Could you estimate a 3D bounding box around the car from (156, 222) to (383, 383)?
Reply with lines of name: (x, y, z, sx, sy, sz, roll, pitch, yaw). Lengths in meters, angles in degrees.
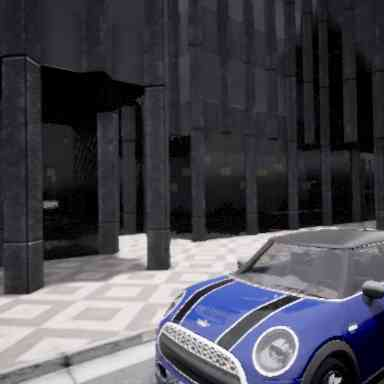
car: (1.743, 1.394, 4.677, 4.553, 1.767, 2.097, 0, -1, -37)
